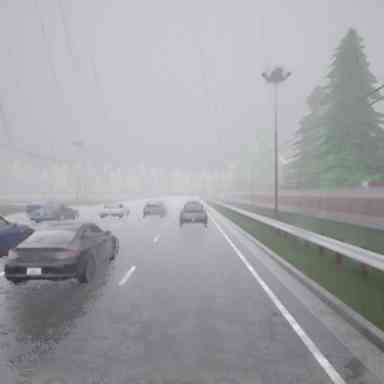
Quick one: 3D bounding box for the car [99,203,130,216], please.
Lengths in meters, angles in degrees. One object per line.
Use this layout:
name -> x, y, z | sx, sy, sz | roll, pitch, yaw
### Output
car -> -6.901, 1.681, 30.138 | 1.895, 1.301, 4.718 | 0, 0, 0

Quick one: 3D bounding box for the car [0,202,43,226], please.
car -> -6.900, 1.381, 10.606 | 2.097, 1.767, 4.553 | 0, 0, 0

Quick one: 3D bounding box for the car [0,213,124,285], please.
car -> -3.414, 1.551, 9.480 | 1.812, 1.442, 4.674 | 0, 0, 0

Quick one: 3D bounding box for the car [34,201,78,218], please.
car -> -10.401, 1.614, 25.521 | 2.033, 1.411, 5.357 | 0, 0, 0

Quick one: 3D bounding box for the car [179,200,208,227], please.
car -> 0.098, 1.554, 23.375 | 2.128, 1.511, 4.902 | 0, 0, 0

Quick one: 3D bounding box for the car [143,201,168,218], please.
car -> -3.402, 1.575, 31.164 | 2.128, 1.511, 4.902 | 0, 0, 0
